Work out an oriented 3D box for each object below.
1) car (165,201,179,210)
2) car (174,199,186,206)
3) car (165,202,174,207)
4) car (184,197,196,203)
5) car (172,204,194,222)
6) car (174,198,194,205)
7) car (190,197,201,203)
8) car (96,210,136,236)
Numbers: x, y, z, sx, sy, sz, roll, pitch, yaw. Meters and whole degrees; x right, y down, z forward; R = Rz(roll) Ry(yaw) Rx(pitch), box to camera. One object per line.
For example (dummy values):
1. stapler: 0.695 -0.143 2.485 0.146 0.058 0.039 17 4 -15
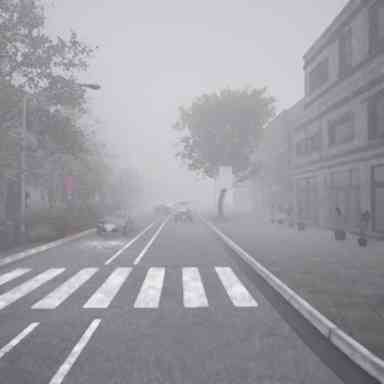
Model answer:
1. car: -4.222 2.763 70.489 2.097 1.535 5.008 1 2 7
2. car: -2.826 2.590 80.930 2.002 1.452 4.674 -1 1 10
3. car: -4.536 2.953 64.356 2.002 1.452 4.674 -2 1 2
4. car: -0.483 2.258 92.635 2.231 1.521 4.892 -1 2 14
5. car: -0.880 2.304 34.491 1.812 1.442 4.674 0 -1 -2
6. car: -1.215 2.434 53.070 2.150 2.045 5.566 0 -1 0
7. car: 1.290 2.290 83.947 1.812 1.442 4.674 0 1 10
8. car: -4.881 1.964 21.810 2.128 1.511 4.902 0 -1 -2
